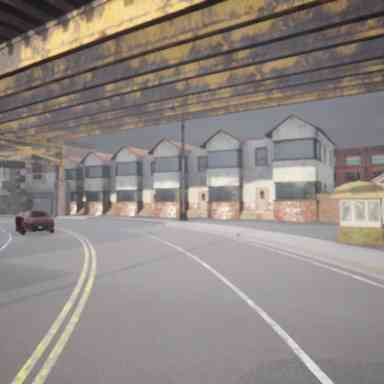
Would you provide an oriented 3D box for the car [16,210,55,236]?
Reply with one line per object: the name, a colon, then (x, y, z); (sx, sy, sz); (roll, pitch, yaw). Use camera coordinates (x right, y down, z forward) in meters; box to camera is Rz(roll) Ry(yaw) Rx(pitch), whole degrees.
car: (-10.338, 1.907, 21.846); (1.882, 1.535, 5.008); (0, -2, -33)
